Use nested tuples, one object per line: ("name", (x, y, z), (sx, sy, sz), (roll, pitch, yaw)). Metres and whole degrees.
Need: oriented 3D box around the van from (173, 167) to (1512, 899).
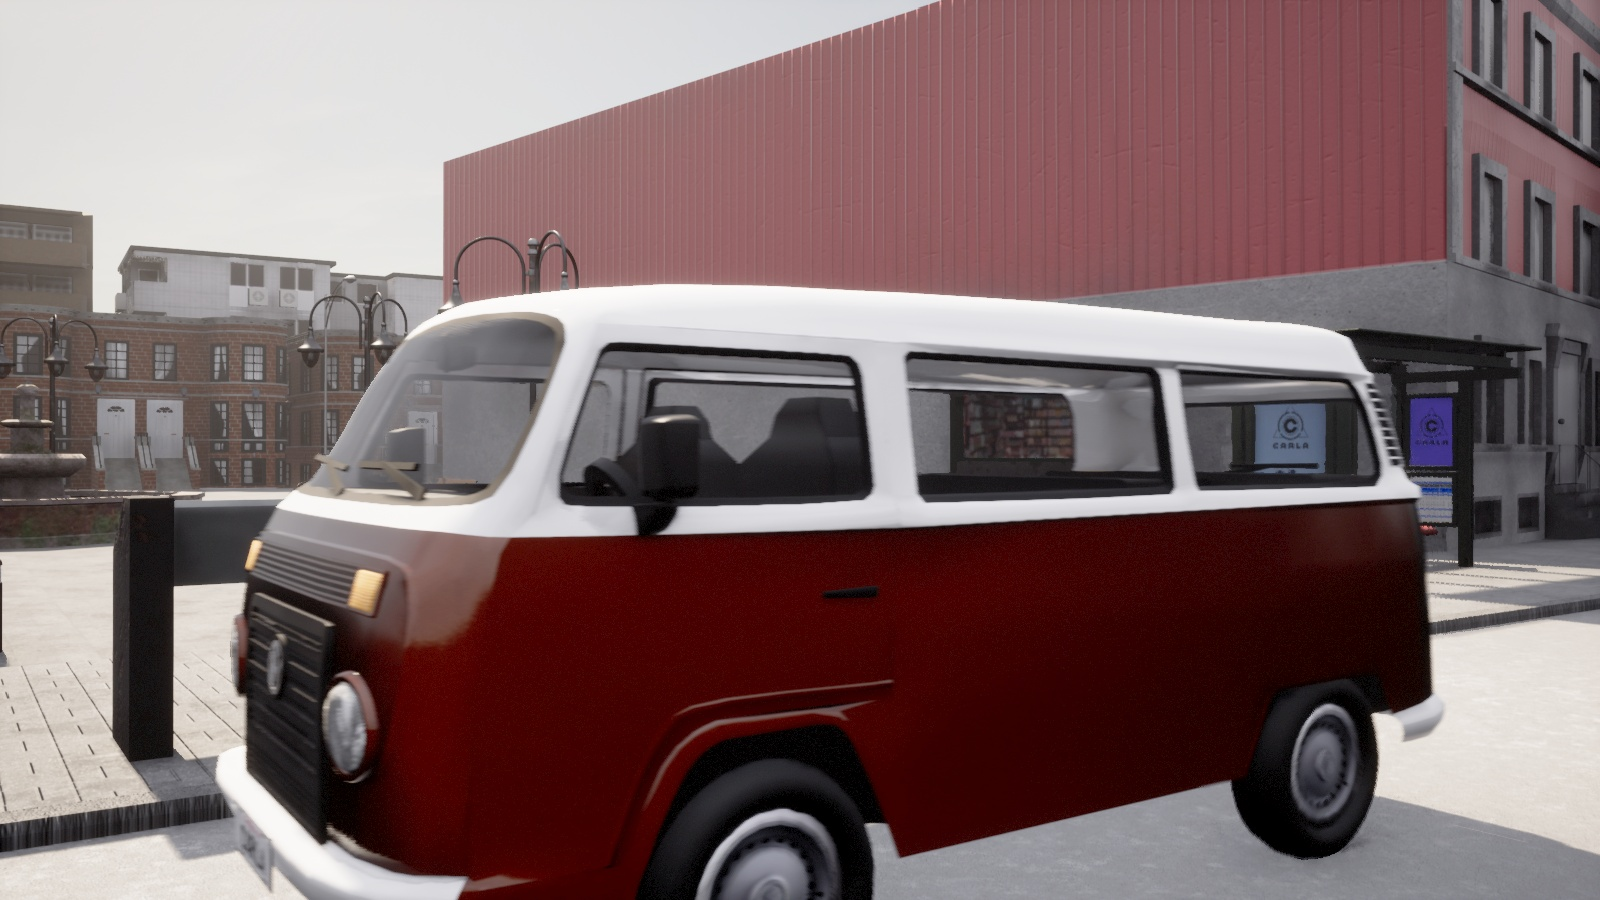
("van", (0.381, 0.478, 4.535), (4.480, 2.038, 2.069), (0, 0, -35))
